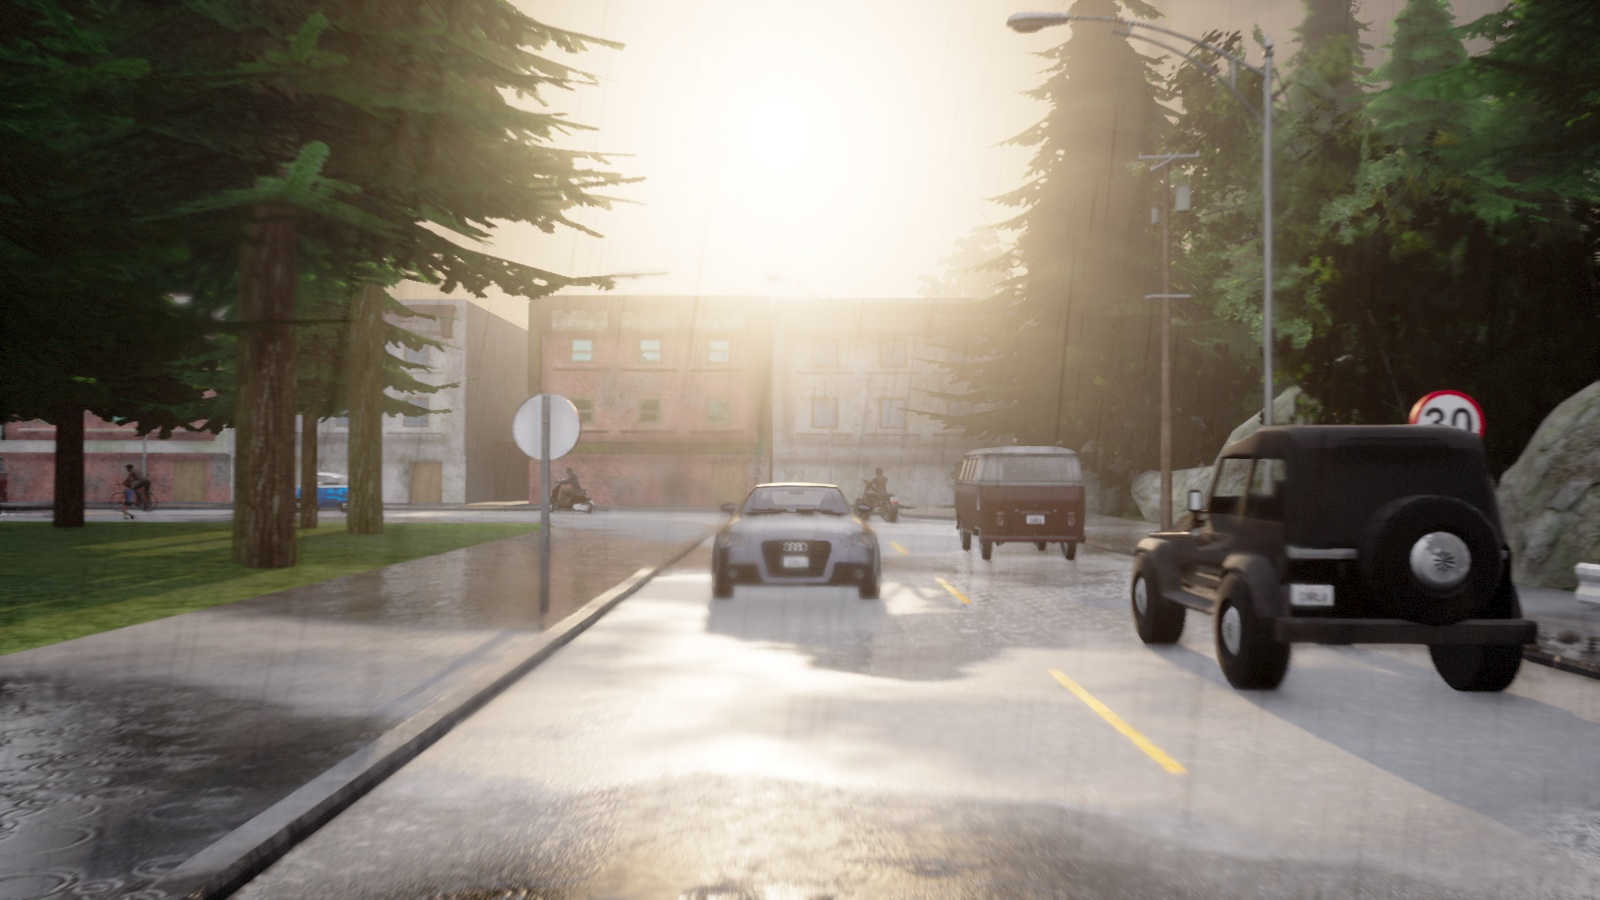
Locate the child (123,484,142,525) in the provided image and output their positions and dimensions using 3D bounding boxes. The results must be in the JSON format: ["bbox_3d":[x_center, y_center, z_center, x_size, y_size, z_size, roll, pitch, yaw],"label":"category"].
[{"bbox_3d":[-18.265,1.484,34.351,0.394,1.110,0.255,0,-1,15],"label":"child"}]

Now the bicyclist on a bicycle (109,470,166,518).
[{"bbox_3d":[-22.788,1.496,43.183,1.656,1.620,0.582,0,-1,0],"label":"bicyclist on a bicycle"}]

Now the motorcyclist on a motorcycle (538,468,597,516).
[{"bbox_3d":[-7.945,1.434,42.975,1.817,1.590,0.866,0,0,5],"label":"motorcyclist on a motorcycle"}]

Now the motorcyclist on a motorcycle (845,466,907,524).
[{"bbox_3d":[2.218,1.304,37.014,0.766,1.649,2.350,-1,-1,-25],"label":"motorcyclist on a motorcycle"}]

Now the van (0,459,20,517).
[{"bbox_3d":[-29.600,1.323,43.211,4.442,1.987,1.775,0,-1,0],"label":"van"}]

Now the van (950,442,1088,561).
[{"bbox_3d":[3.943,0.895,23.339,1.775,1.987,4.442,0,-1,0],"label":"van"}]

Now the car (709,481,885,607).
[{"bbox_3d":[-0.039,1.118,16.348,1.994,1.385,4.181,0,-1,0],"label":"car"}]

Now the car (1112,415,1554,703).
[{"bbox_3d":[3.975,0.743,10.170,1.905,1.878,3.866,0,-1,0],"label":"car"}]

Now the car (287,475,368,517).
[{"bbox_3d":[-16.223,1.571,43.146,2.207,1.376,1.481,0,-1,1],"label":"car"}]
